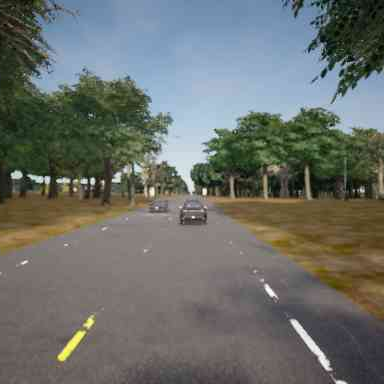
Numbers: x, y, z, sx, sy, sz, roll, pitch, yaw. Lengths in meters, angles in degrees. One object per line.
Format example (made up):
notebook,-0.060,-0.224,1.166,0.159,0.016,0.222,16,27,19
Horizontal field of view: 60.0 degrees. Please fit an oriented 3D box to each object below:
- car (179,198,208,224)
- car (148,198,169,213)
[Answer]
car,0.090,1.431,24.125,2.128,1.511,4.902,0,0,0
car,-3.527,1.427,35.921,1.837,1.490,4.892,0,0,0
